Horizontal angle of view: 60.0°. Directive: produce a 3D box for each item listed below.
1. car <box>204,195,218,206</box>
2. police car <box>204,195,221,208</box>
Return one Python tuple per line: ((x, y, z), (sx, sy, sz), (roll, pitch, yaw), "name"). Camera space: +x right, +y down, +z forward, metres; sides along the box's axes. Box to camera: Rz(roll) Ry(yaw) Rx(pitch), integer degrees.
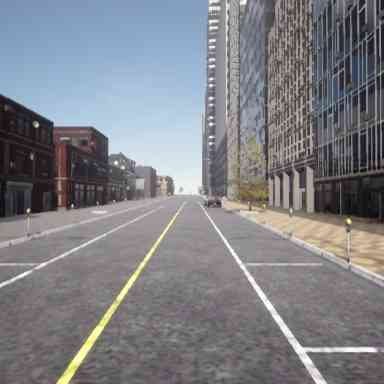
((3.113, 1.352, 55.170), (2.097, 1.767, 4.553), (0, 0, 0), "car")
((3.134, 1.420, 48.309), (1.930, 1.638, 5.238), (0, 0, 0), "police car")
